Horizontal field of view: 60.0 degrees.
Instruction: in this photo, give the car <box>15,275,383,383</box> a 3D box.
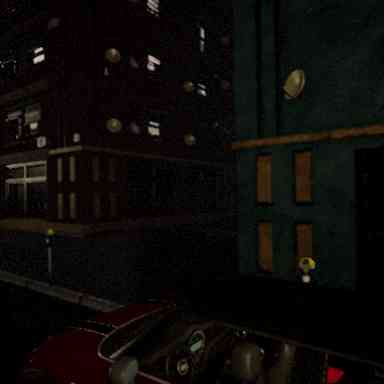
[{"bbox_3d":[0.361,1.442,2.637,4.097,1.590,1.967,0,-1,36],"label":"car"}]
